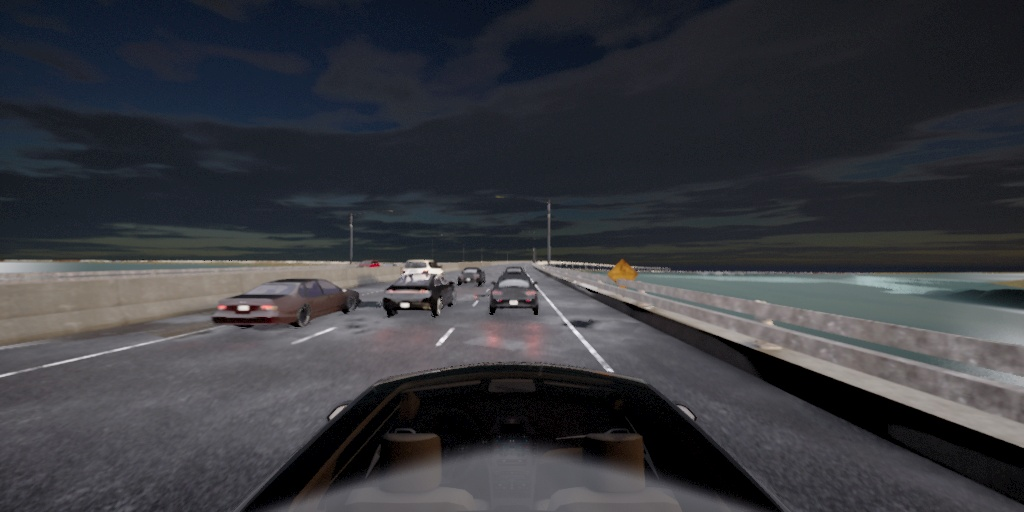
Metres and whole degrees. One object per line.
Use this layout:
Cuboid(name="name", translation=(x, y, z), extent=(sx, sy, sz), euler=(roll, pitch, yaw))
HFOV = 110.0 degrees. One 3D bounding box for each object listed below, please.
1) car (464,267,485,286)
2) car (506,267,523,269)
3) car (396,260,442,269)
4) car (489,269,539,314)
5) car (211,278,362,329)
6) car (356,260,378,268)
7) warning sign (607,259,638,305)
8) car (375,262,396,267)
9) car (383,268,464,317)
Cuboid(name="car", translation=(-3.276, 1.653, 29.583), extent=(1.812, 1.442, 4.674), euler=(0, -1, 1))
Cuboid(name="car", translation=(0.209, 1.624, 28.887), extent=(1.837, 1.490, 4.892), euler=(0, 0, 1))
Cuboid(name="car", translation=(-6.812, 1.328, 27.833), extent=(2.150, 2.045, 5.566), euler=(0, 0, 1))
Cuboid(name="car", translation=(0.096, 1.452, 14.605), extent=(1.812, 1.442, 4.674), euler=(0, -1, 1))
Cuboid(name="car", translation=(-6.946, 1.436, 11.843), extent=(2.033, 1.411, 5.357), euler=(0, -1, 1))
Cuboid(name="car", translation=(-23.862, 1.744, 59.665), extent=(2.150, 2.045, 5.566), euler=(0, -1, 2))
Cuboid(name="warning sign", translation=(4.594, 1.045, 14.836), extent=(1.300, 1.860, 1.060), euler=(0, 0, 0))
Cuboid(name="car", translation=(-20.373, 1.999, 59.617), extent=(1.882, 1.535, 5.008), euler=(0, -1, 2))
Cuboid(name="car", translation=(-3.414, 1.409, 13.972), extent=(2.128, 1.511, 4.902), euler=(0, -1, 1))
